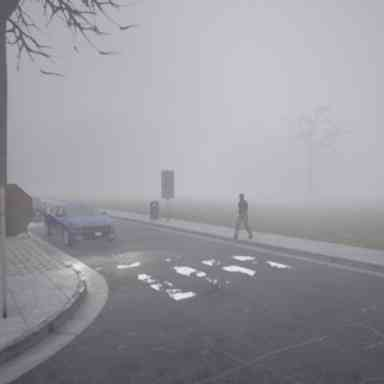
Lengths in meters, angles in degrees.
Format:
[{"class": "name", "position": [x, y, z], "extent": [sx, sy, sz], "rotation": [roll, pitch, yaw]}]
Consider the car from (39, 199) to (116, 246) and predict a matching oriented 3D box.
[{"class": "car", "position": [-4.923, 1.237, 14.313], "extent": [1.882, 1.535, 5.008], "rotation": [-1, 1, -36]}]

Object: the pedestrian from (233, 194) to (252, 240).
[{"class": "pedestrian", "position": [1.948, 0.905, 12.835], "extent": [0.375, 1.860, 0.375], "rotation": [0, 0, -36]}]

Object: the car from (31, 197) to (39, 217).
[{"class": "car", "position": [-11.186, 1.119, 23.023], "extent": [1.812, 1.442, 4.674], "rotation": [-1, 1, -36]}]
